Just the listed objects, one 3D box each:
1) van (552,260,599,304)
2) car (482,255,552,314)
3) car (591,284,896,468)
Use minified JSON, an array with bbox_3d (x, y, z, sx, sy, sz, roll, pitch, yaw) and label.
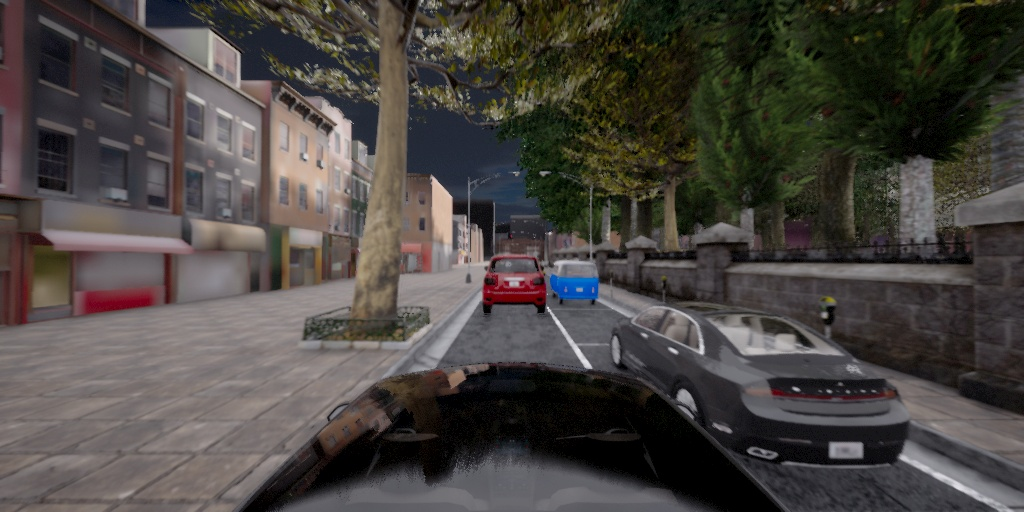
[{"bbox_3d":[2.640,1.098,15.919,1.690,1.789,3.998,0,0,0],"label":"van"},{"bbox_3d":[0.085,0.976,13.895,2.150,2.045,5.566,0,0,0],"label":"car"},{"bbox_3d":[2.639,1.301,5.020,2.007,1.370,4.403,0,0,0],"label":"car"}]
